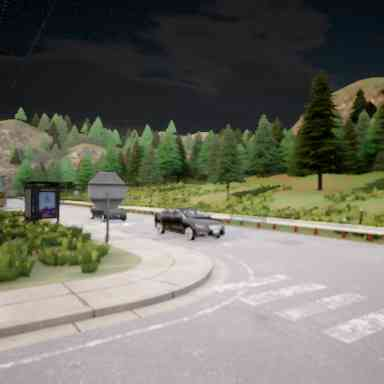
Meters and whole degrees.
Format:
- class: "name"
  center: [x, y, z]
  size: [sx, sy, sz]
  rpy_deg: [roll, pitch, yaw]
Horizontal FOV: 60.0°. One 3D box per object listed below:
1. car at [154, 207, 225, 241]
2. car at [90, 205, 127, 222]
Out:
- class: "car"
  center: [-0.250, 1.574, 17.439]
  size: [2.128, 1.511, 4.902]
  rpy_deg: [1, 0, -34]
- class: "car"
  center: [-6.909, 1.588, 27.224]
  size: [1.837, 1.490, 4.892]
  rpy_deg: [1, 0, -34]
